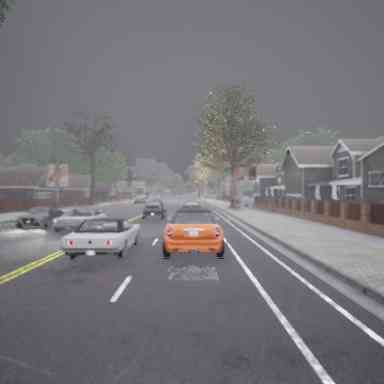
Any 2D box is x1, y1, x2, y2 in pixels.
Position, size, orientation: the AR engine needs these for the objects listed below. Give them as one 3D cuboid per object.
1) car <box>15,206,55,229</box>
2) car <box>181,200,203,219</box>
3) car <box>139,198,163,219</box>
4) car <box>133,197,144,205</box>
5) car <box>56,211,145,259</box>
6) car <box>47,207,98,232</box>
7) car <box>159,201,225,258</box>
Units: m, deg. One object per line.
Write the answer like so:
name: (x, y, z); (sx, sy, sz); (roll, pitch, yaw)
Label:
car: (-9.925, 1.614, 22.165); (1.994, 1.385, 4.181); (0, 0, 0)
car: (-0.011, 1.539, 31.188); (1.882, 1.535, 5.008); (0, 0, 0)
car: (-3.256, 1.566, 29.767); (1.837, 1.490, 4.892); (0, 0, 0)
car: (-9.986, 1.706, 63.806); (2.033, 1.411, 5.357); (0, 0, 0)
car: (-3.195, 1.628, 12.690); (1.895, 1.301, 4.718); (0, 0, 0)
car: (-6.670, 1.645, 20.092); (1.895, 1.301, 4.718); (0, 0, 0)
car: (0.051, 1.378, 12.984); (2.097, 1.767, 4.553); (0, 0, 0)
